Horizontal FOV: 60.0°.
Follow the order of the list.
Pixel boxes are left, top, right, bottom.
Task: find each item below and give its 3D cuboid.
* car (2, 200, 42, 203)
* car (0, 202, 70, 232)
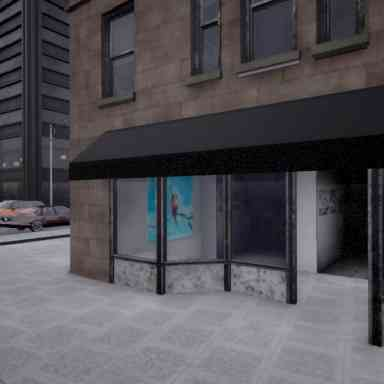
[{"bbox_3d":[-11.317,1.312,20.981,2.097,1.767,4.553,0,0,35],"label":"car"},{"bbox_3d":[-8.400,1.492,19.733,2.033,1.411,5.357,0,0,35],"label":"car"}]
